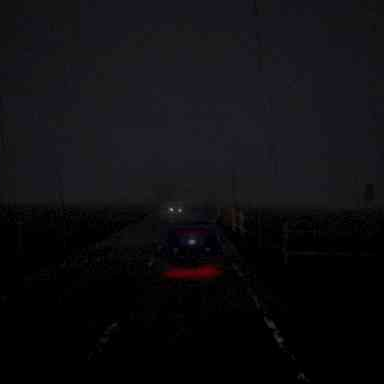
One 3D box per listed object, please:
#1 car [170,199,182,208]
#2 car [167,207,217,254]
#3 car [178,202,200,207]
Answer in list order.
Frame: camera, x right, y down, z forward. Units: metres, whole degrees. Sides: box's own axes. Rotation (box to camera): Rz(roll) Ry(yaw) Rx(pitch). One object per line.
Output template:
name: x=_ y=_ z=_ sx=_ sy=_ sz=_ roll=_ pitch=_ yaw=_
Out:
car: x=-2.796 y=2.005 z=59.624 sx=2.097 sy=1.767 sz=4.553 roll=0 pitch=-1 yaw=1
car: x=0.030 y=1.631 z=14.249 sx=1.882 sy=1.535 sz=5.008 roll=0 pitch=0 yaw=1
car: x=0.023 y=1.814 z=28.489 sx=1.837 sy=1.490 sz=4.892 roll=0 pitch=0 yaw=0
